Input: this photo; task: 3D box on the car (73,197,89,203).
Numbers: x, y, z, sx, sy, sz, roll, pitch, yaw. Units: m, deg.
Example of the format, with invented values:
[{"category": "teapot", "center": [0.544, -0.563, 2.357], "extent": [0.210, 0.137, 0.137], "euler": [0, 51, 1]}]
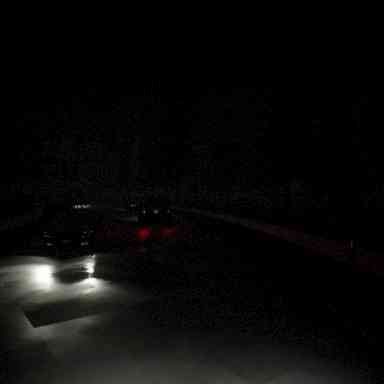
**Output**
[{"category": "car", "center": [-18.124, 1.425, 54.006], "extent": [1.994, 1.385, 4.181], "euler": [0, 0, -29]}]

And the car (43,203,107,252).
[{"category": "car", "center": [-4.754, 1.441, 14.080], "extent": [1.882, 1.535, 5.008], "euler": [0, 0, -8]}]

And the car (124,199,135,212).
[{"category": "car", "center": [-6.350, 1.440, 36.572], "extent": [2.033, 1.411, 5.357], "euler": [0, 0, -19]}]

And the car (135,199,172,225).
[{"category": "car", "center": [-2.711, 1.280, 23.410], "extent": [2.097, 1.767, 4.553], "euler": [0, 0, -12]}]
